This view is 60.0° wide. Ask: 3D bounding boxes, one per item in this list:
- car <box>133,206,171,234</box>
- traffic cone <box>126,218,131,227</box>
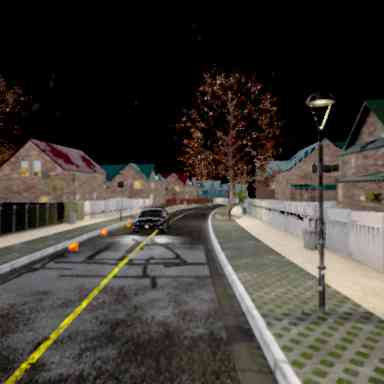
[{"bbox_3d":[-2.404,1.678,20.746,1.837,1.490,4.892,0,0,2],"label":"car"},{"bbox_3d":[-4.512,2.163,23.687,0.340,0.580,0.340,0,-1,2],"label":"traffic cone"}]
